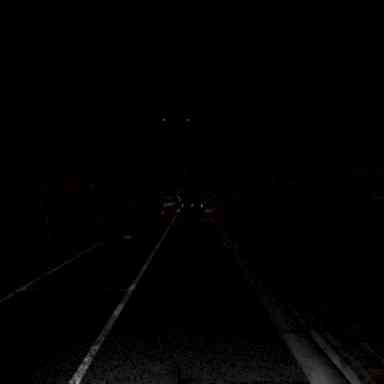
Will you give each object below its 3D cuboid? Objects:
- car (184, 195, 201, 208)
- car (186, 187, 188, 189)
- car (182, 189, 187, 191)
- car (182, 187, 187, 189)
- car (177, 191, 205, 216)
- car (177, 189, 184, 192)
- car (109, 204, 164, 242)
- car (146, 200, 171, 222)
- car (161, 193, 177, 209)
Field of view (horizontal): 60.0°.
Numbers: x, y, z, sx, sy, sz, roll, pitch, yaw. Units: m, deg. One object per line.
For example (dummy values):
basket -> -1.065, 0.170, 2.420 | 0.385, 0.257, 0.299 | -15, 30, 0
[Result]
car -> 0.086, 1.132, 40.749 | 1.895, 1.301, 4.718 | 0, 1, 0
car -> -2.628, 0.093, 82.264 | 1.887, 1.381, 4.507 | 1, 2, 0
car -> -2.632, 0.558, 65.663 | 2.008, 1.369, 4.403 | 1, 1, 0
car -> -2.629, 0.257, 76.731 | 1.887, 1.381, 4.507 | 1, 2, 0
car -> 0.079, 1.094, 29.026 | 2.097, 1.767, 4.553 | 0, 1, 2
car -> -2.635, 0.812, 49.051 | 1.967, 1.590, 4.097 | 0, 1, 0
car -> -2.643, 1.468, 15.831 | 1.947, 1.339, 4.313 | 0, 0, 0
car -> -2.641, 1.412, 21.371 | 1.947, 1.339, 4.313 | 0, 1, 0
car -> -2.636, 1.165, 37.989 | 1.802, 1.307, 4.206 | 0, 1, 0
